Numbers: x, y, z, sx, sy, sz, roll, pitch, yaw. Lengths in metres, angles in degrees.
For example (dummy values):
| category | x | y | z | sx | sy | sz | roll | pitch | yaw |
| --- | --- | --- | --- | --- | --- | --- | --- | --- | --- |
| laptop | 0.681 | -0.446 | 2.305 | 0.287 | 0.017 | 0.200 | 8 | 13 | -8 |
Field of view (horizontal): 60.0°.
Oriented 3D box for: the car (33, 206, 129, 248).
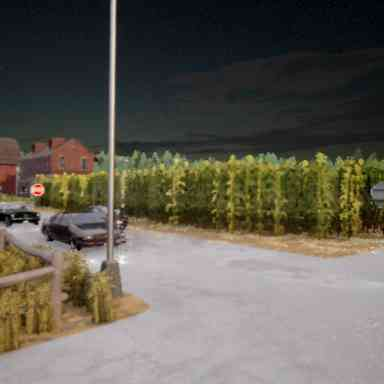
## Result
| category | x | y | z | sx | sy | sz | roll | pitch | yaw |
| --- | --- | --- | --- | --- | --- | --- | --- | --- | --- |
| car | -4.849 | 1.529 | 14.311 | 2.033 | 1.411 | 5.357 | 0 | 0 | -41 |

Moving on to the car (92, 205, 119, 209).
| category | x | y | z | sx | sy | sz | roll | pitch | yaw |
| --- | --- | --- | --- | --- | --- | --- | --- | --- | --- |
| car | -5.528 | 1.489 | 20.079 | 1.812 | 1.442 | 4.674 | 0 | 0 | -41 |

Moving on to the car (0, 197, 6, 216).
| category | x | y | z | sx | sy | sz | roll | pitch | yaw |
| --- | --- | --- | --- | --- | --- | --- | --- | --- | --- |
| car | -18.417 | 1.245 | 29.815 | 2.128 | 1.511 | 4.902 | 0 | 1 | -41 |

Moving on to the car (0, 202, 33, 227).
| category | x | y | z | sx | sy | sz | roll | pitch | yaw |
| --- | --- | --- | --- | --- | --- | --- | --- | --- | --- |
| car | -11.582 | 1.490 | 21.977 | 1.895 | 1.301 | 4.718 | 0 | 0 | -41 |
